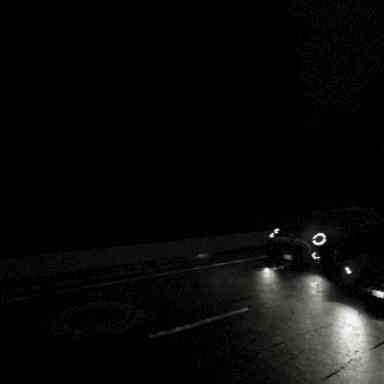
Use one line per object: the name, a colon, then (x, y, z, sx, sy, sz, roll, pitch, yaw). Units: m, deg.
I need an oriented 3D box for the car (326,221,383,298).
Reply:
car: (5.650, 1.490, 7.710, 5.357, 1.411, 2.033, 0, 0, -35)

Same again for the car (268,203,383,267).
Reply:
car: (4.598, 1.288, 10.950, 4.553, 1.767, 2.097, 0, 0, -35)
